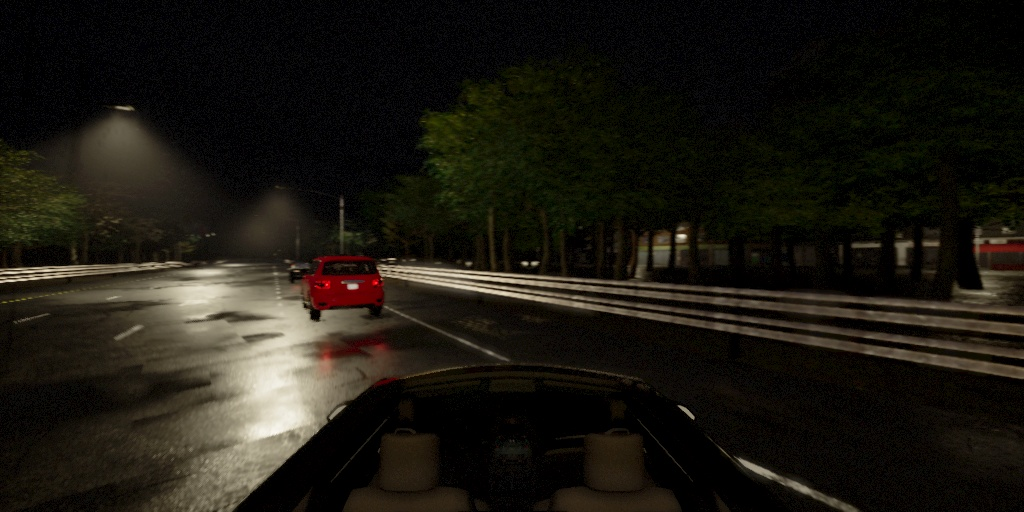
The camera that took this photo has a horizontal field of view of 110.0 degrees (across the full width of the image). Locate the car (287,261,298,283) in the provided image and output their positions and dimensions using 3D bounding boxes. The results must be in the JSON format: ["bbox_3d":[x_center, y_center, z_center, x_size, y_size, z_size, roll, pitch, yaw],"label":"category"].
[{"bbox_3d":[-17.398,1.387,29.782,2.128,1.511,4.902,0,0,-34],"label":"car"}]

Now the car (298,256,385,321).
[{"bbox_3d":[-6.313,1.031,13.121,2.150,2.045,5.566,0,0,-34],"label":"car"}]
